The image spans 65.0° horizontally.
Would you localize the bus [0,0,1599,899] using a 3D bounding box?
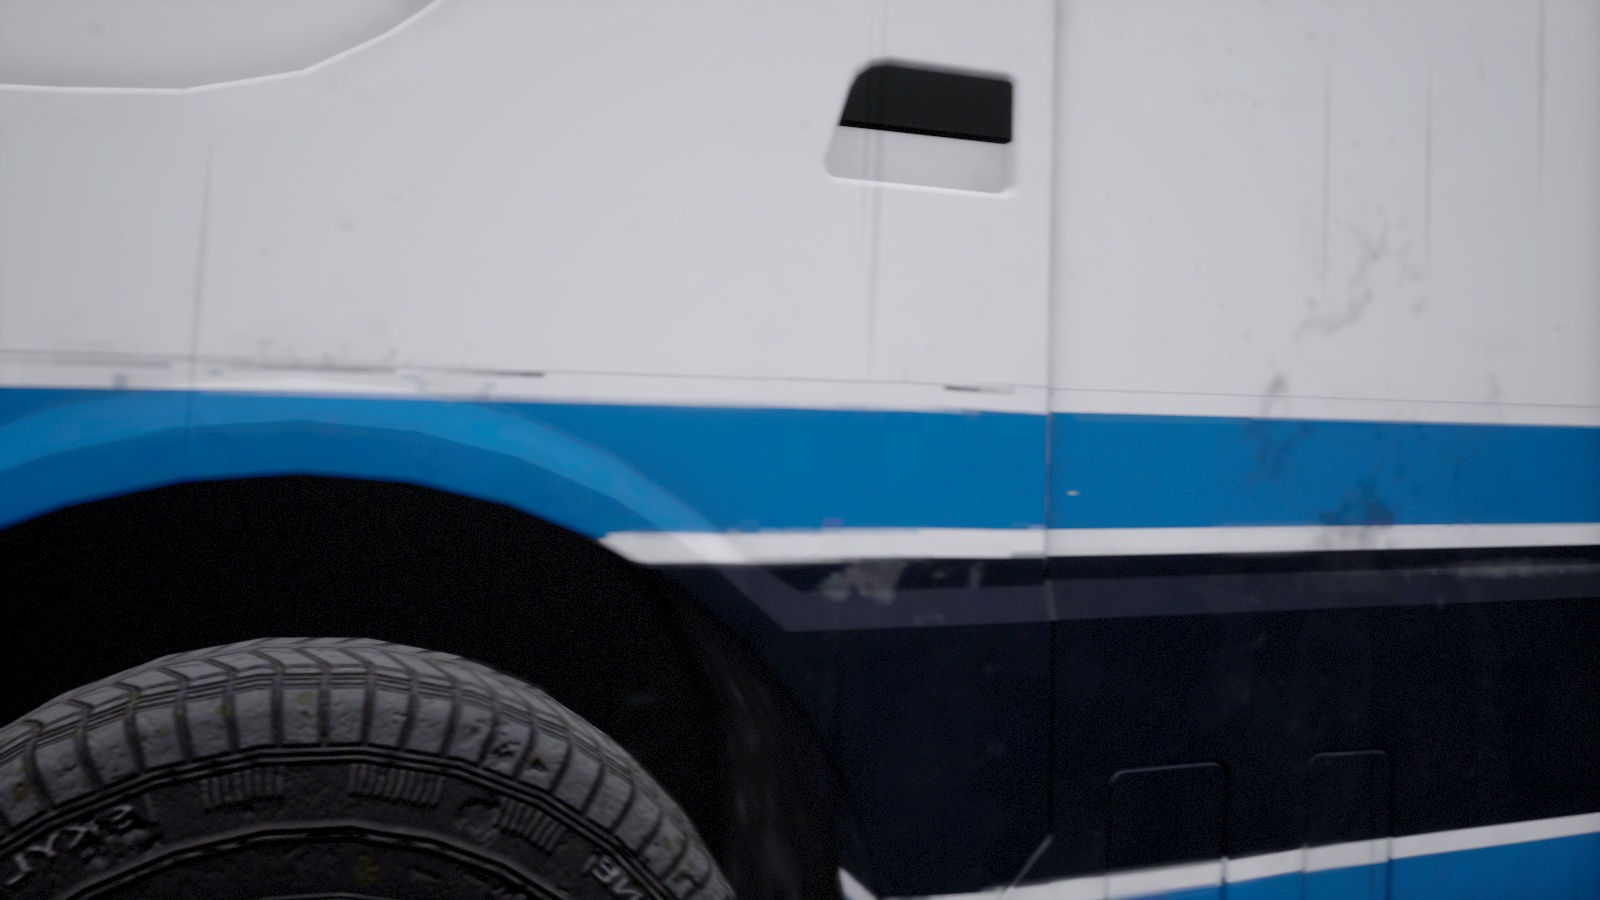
[{"bbox_3d":[1.687,-0.666,3.863,10.273,4.253,3.944,-1,1,-21],"label":"bus"}]
